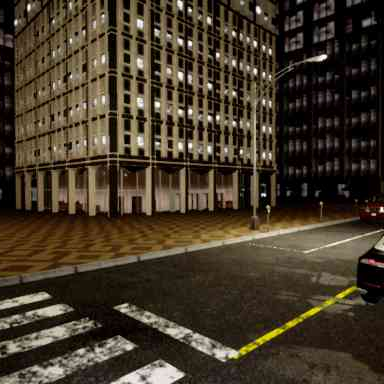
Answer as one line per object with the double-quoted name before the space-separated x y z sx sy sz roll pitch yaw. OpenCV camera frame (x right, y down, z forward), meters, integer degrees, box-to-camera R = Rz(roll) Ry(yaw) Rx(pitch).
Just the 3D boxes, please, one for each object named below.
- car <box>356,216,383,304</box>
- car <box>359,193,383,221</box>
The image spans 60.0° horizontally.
"car" 5.080 1.408 6.937 4.902 1.511 2.128 -1 1 -44
"car" 12.798 1.019 21.877 5.009 1.841 2.192 -1 1 -44
